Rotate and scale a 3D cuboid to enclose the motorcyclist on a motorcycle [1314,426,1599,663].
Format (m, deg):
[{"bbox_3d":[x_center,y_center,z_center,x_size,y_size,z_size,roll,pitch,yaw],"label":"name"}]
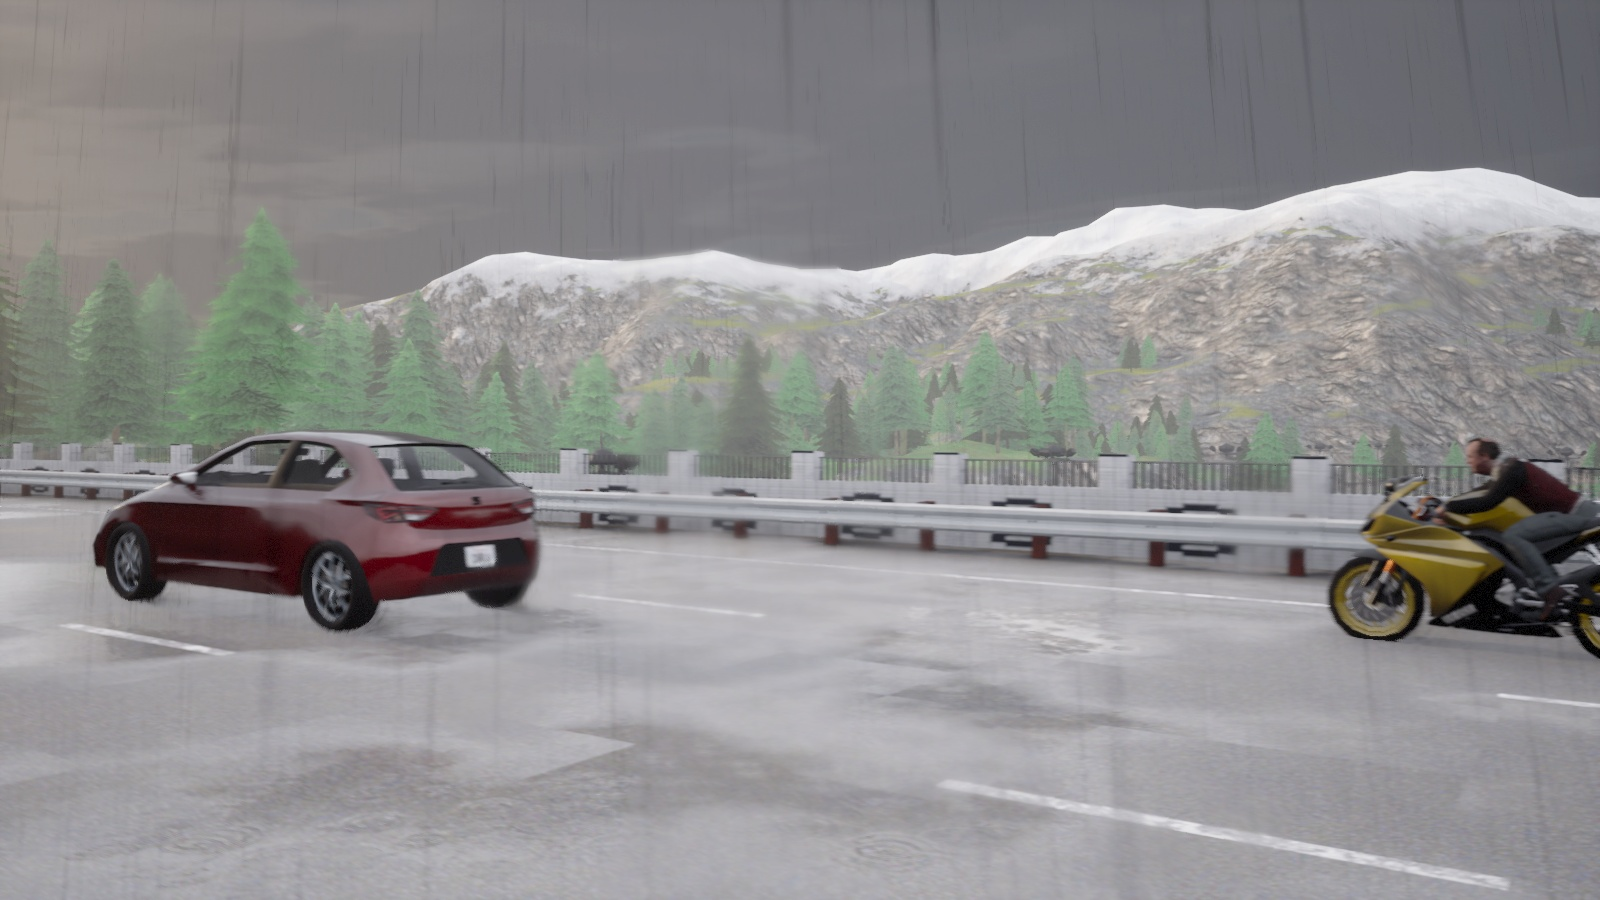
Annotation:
[{"bbox_3d":[4.856,0.602,8.801,2.191,1.530,0.866,0,1,34],"label":"motorcyclist on a motorcycle"}]

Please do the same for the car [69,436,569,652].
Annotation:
[{"bbox_3d":[-4.130,0.640,10.569,4.193,1.474,1.816,0,1,34],"label":"car"}]
